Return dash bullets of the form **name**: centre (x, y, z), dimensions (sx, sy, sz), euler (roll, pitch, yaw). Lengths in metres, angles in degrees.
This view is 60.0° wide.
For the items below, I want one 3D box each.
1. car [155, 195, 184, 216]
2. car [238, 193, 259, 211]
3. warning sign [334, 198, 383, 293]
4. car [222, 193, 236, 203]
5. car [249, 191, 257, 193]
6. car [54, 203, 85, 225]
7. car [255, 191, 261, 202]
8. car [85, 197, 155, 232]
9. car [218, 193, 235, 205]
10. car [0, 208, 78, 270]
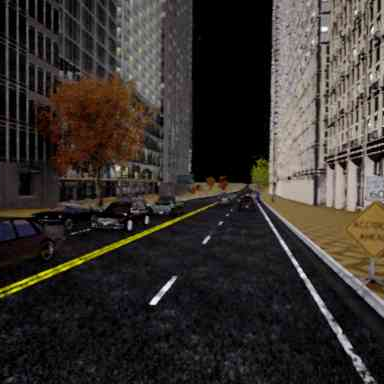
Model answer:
- **car**: centre (-2.042, 1.030, 28.302), dimensions (2.097, 1.767, 4.553), euler (1, 1, 10)
- **car**: centre (6.056, 1.230, 36.298), dimensions (1.837, 1.490, 4.892), euler (1, 1, 10)
- **warning sign**: centre (3.943, 1.104, 7.232), dimensions (1.300, 1.860, 1.060), euler (2, 2, 10)
- **car**: centre (6.646, 0.988, 58.663), dimensions (2.128, 1.511, 4.902), euler (1, 1, 10)
- **car**: centre (8.000, 1.112, 47.829), dimensions (1.882, 1.535, 5.008), euler (1, 1, 10)
- **car**: centre (-6.962, 1.296, 18.921), dimensions (1.895, 1.301, 4.718), euler (1, 1, 10)
- **car**: centre (11.537, 0.765, 61.788), dimensions (2.150, 2.045, 5.566), euler (1, 1, 10)
- **car**: centre (-3.758, 1.257, 18.374), dimensions (1.837, 1.490, 4.892), euler (1, 1, 10)
- **car**: centre (4.824, 1.074, 48.035), dimensions (2.128, 1.511, 4.902), euler (1, 1, 10)
- **car**: centre (-5.405, 1.371, 8.773), dimensions (2.033, 1.411, 5.357), euler (1, 1, 10)
